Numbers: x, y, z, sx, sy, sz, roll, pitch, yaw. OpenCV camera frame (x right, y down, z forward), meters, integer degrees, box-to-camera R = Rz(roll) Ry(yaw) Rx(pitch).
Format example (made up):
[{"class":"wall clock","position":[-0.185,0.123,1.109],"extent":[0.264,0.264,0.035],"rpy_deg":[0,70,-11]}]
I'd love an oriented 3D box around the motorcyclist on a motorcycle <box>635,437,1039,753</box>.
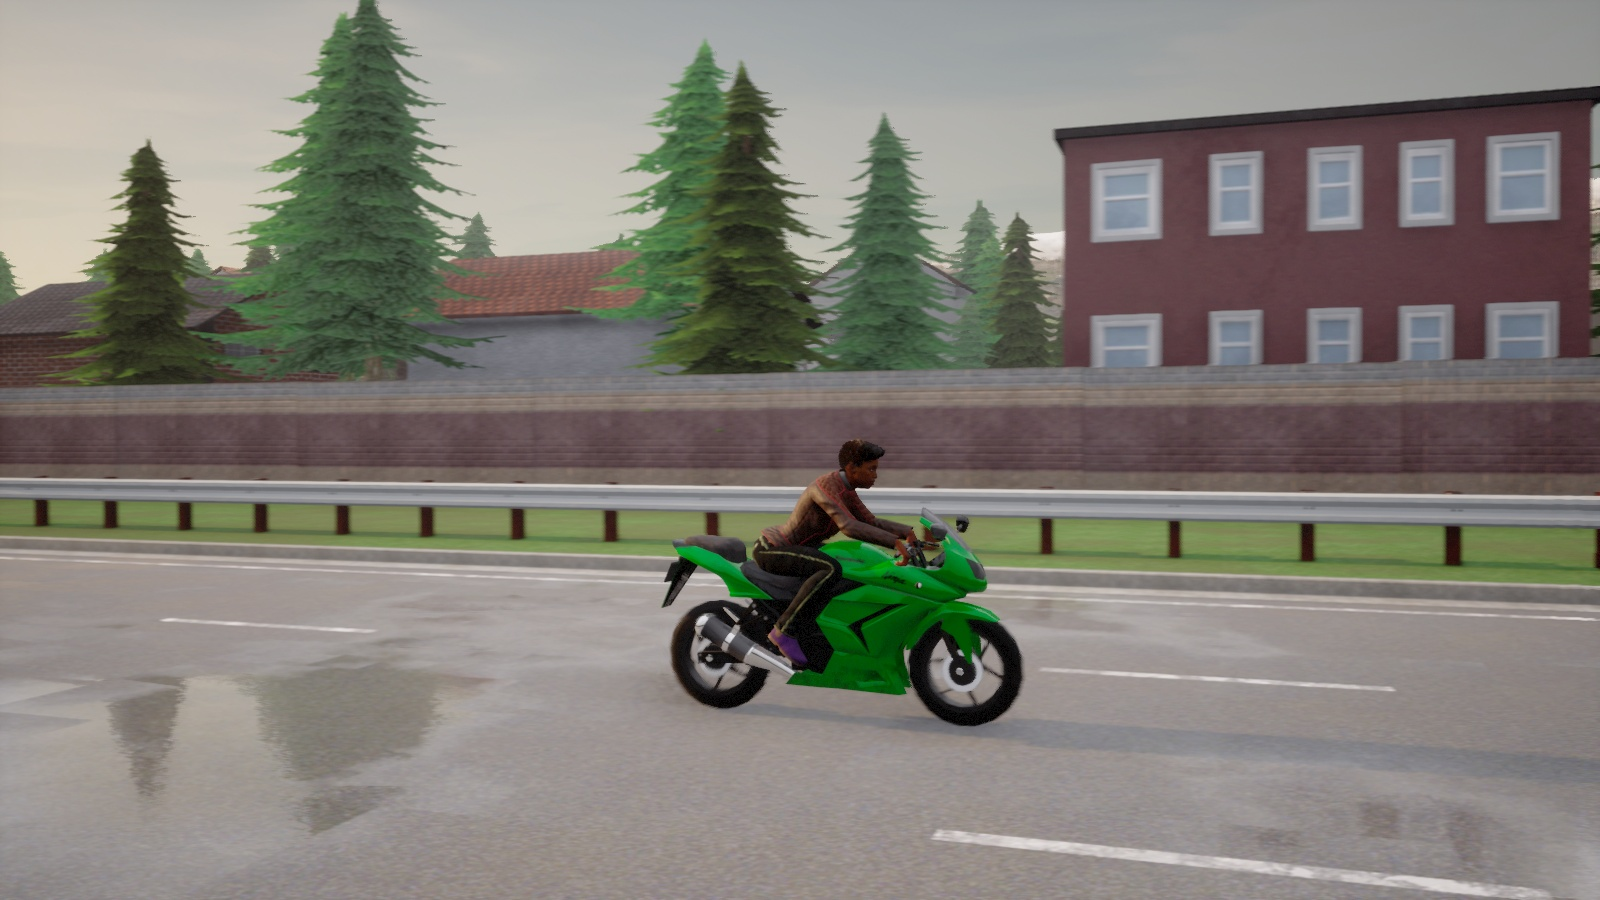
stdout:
[{"class":"motorcyclist on a motorcycle","position":[0.208,0.700,6.815],"extent":[2.044,1.523,0.797],"rpy_deg":[1,1,19]}]
